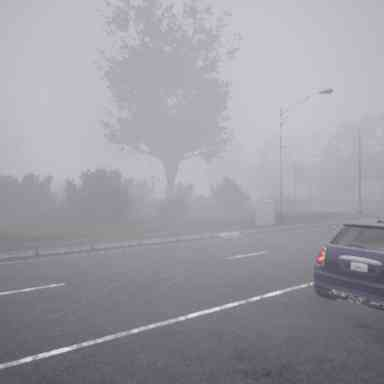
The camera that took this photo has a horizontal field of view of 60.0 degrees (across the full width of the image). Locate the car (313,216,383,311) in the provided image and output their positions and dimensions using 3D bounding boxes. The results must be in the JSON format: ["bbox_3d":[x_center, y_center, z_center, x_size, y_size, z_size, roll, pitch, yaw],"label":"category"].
[{"bbox_3d":[4.656,1.327,7.047,4.553,1.767,2.097,0,0,-35],"label":"car"}]

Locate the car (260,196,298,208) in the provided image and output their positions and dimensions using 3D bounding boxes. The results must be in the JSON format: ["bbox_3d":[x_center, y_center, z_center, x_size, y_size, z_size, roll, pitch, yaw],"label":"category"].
[{"bbox_3d":[10.922,1.381,43.692,2.128,1.511,4.902,0,0,-32],"label":"car"}]

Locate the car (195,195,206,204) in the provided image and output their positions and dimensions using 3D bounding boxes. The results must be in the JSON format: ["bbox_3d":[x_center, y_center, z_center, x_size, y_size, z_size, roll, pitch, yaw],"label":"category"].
[{"bbox_3d":[1.651,1.327,58.098,2.128,1.511,4.902,0,0,-34],"label":"car"}]

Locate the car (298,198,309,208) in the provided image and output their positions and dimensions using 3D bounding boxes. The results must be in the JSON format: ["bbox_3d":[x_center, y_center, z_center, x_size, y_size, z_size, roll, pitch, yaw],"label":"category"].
[{"bbox_3d":[13.810,1.369,45.677,2.128,1.511,4.902,0,0,-32],"label":"car"}]
